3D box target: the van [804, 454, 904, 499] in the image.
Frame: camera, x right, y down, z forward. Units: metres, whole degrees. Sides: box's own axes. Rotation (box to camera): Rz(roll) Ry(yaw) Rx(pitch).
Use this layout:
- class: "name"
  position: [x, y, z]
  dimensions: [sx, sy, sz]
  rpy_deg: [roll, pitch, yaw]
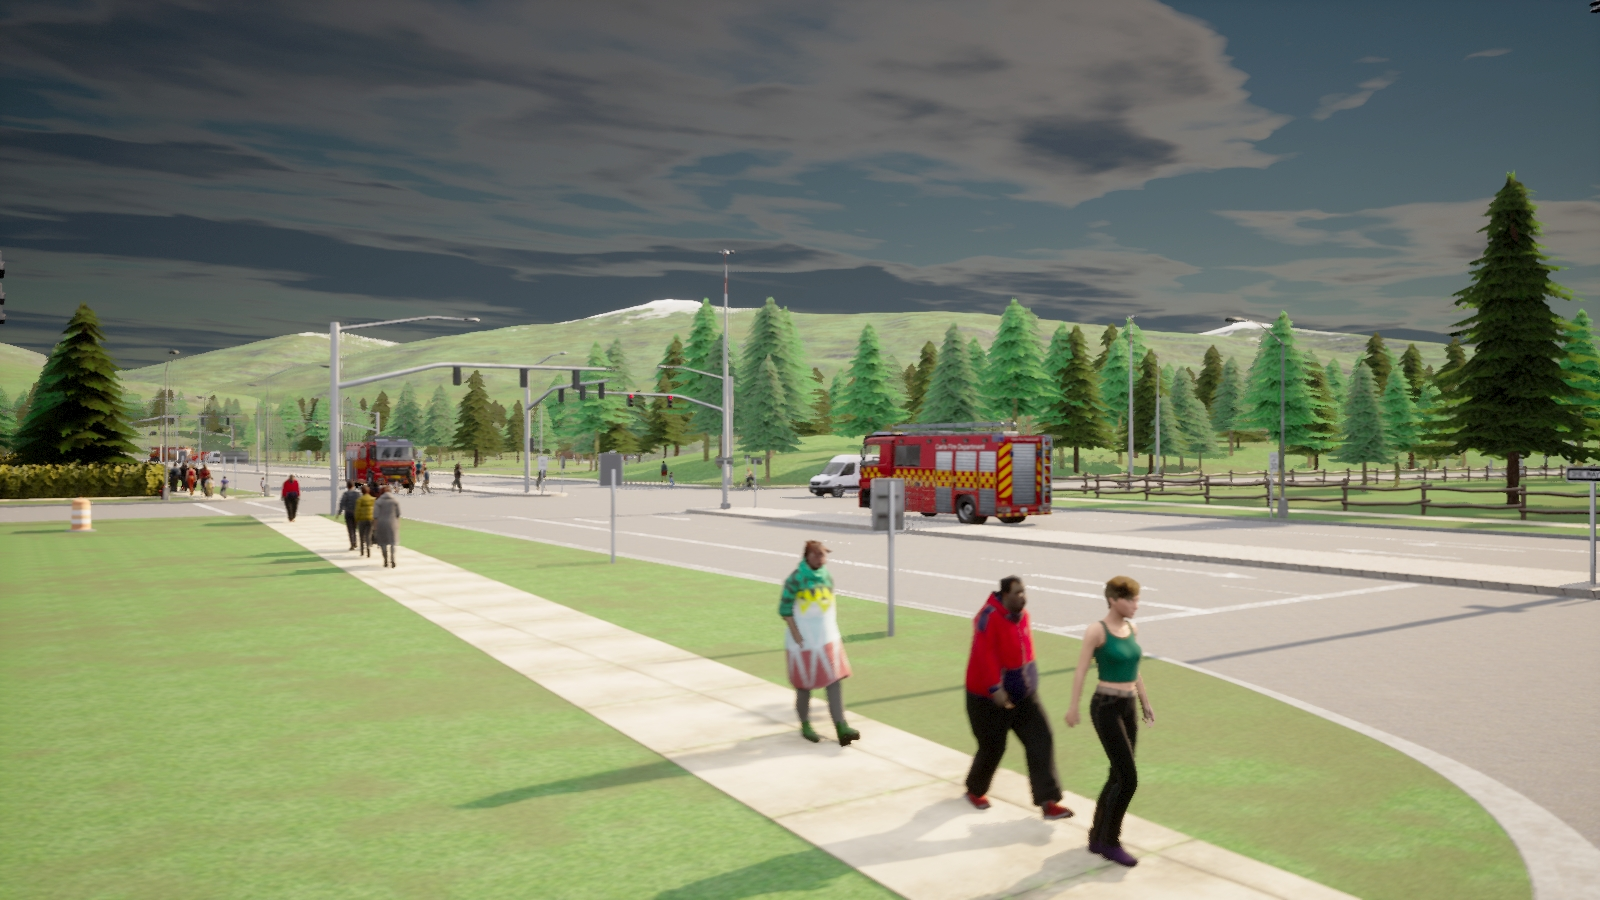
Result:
- class: "van"
  position: [3.253, 1.535, 68.046]
  dimensions: [5.915, 2.561, 1.988]
  rpy_deg: [0, 0, -35]

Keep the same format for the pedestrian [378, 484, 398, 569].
- class: "pedestrian"
  position: [-9.184, 1.696, 25.454]
  dimensions: [0.375, 1.860, 0.375]
  rpy_deg: [0, 0, -29]

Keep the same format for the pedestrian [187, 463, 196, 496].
- class: "pedestrian"
  position: [-35.201, 1.697, 66.077]
  dimensions: [0.375, 1.860, 0.375]
  rpy_deg: [0, 0, -37]

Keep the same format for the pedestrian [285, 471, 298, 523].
- class: "pedestrian"
  position: [-18.307, 1.696, 41.136]
  dimensions: [0.375, 1.860, 0.375]
  rpy_deg: [0, 0, -31]

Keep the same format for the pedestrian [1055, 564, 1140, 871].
- class: "pedestrian"
  position: [1.925, 1.696, 7.393]
  dimensions: [0.375, 1.860, 0.375]
  rpy_deg: [0, 0, -36]

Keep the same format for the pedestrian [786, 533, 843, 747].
- class: "pedestrian"
  position: [0.126, 1.697, 10.357]
  dimensions: [0.375, 1.860, 0.375]
  rpy_deg: [0, 0, -31]

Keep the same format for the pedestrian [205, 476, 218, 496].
- class: "pedestrian"
  position: [-33.875, 2.078, 65.795]
  dimensions: [0.500, 1.100, 0.500]
  rpy_deg: [0, 0, 37]

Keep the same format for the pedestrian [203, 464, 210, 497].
- class: "pedestrian"
  position: [-33.255, 1.696, 64.010]
  dimensions: [0.375, 1.860, 0.375]
  rpy_deg: [0, 0, -29]

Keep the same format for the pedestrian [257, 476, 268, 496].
- class: "pedestrian"
  position: [-30.990, 2.064, 65.893]
  dimensions: [0.500, 1.100, 0.500]
  rpy_deg: [0, 0, -36]

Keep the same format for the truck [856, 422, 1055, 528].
- class: "truck"
  position: [5.944, 0.891, 45.384]
  dimensions: [2.891, 3.827, 8.468]
  rpy_deg: [0, 0, -34]

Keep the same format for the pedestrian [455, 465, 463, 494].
- class: "pedestrian"
  position: [-21.943, 1.907, 73.557]
  dimensions: [0.375, 1.860, 0.375]
  rpy_deg: [0, 0, -36]

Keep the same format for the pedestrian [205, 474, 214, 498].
- class: "pedestrian"
  position: [-32.569, 1.977, 63.063]
  dimensions: [0.375, 1.300, 0.375]
  rpy_deg: [0, 0, -38]

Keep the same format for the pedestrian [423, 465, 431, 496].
- class: "pedestrian"
  position: [-22.850, 1.853, 69.947]
  dimensions: [0.375, 1.860, 0.375]
  rpy_deg: [0, 0, -31]

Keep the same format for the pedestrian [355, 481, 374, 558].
- class: "pedestrian"
  position: [-10.685, 1.696, 28.028]
  dimensions: [0.375, 1.860, 0.375]
  rpy_deg: [0, 0, -30]

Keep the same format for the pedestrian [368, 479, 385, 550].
- class: "pedestrian"
  position: [-11.240, 1.696, 30.294]
  dimensions: [0.375, 1.860, 0.375]
  rpy_deg: [0, 0, -29]

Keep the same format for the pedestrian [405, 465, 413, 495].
- class: "pedestrian"
  position: [-24.317, 1.849, 71.076]
  dimensions: [0.375, 1.860, 0.375]
  rpy_deg: [0, 0, -38]

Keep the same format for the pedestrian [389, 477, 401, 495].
- class: "pedestrian"
  position: [-24.959, 2.229, 70.403]
  dimensions: [0.500, 1.100, 0.500]
  rpy_deg: [0, 0, -41]

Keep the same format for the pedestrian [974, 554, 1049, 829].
- class: "pedestrian"
  position: [1.510, 1.696, 8.175]
  dimensions: [0.375, 1.860, 0.375]
  rpy_deg: [0, 0, -32]

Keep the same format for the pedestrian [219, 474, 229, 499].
- class: "pedestrian"
  position: [-31.162, 1.978, 61.840]
  dimensions: [0.375, 1.300, 0.375]
  rpy_deg: [0, 0, -43]

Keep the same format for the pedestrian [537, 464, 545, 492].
- class: "pedestrian"
  position: [-17.323, 1.850, 76.363]
  dimensions: [0.375, 1.860, 0.375]
  rpy_deg: [0, 0, -33]

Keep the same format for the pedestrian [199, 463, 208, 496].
- class: "pedestrian"
  position: [-34.487, 1.696, 66.058]
  dimensions: [0.375, 1.860, 0.375]
  rpy_deg: [0, 0, -21]

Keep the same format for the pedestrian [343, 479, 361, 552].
- class: "pedestrian"
  position: [-11.658, 1.696, 29.728]
  dimensions: [0.375, 1.860, 0.375]
  rpy_deg: [0, 0, -31]
